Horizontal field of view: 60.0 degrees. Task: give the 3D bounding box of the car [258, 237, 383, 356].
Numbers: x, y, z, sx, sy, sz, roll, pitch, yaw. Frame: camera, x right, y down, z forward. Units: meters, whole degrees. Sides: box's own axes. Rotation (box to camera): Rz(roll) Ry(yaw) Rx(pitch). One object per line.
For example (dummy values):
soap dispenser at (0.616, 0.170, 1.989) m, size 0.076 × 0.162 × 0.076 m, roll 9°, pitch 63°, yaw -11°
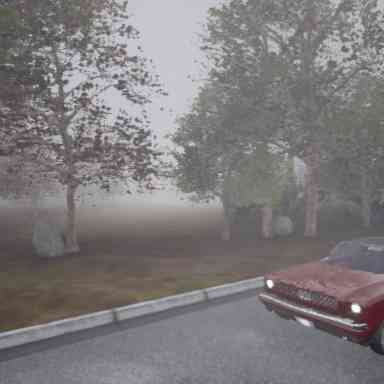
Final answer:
car at (3.446, 1.588, 6.140) m, size 4.718 × 1.301 × 1.895 m, roll 0°, pitch 0°, yaw -35°
